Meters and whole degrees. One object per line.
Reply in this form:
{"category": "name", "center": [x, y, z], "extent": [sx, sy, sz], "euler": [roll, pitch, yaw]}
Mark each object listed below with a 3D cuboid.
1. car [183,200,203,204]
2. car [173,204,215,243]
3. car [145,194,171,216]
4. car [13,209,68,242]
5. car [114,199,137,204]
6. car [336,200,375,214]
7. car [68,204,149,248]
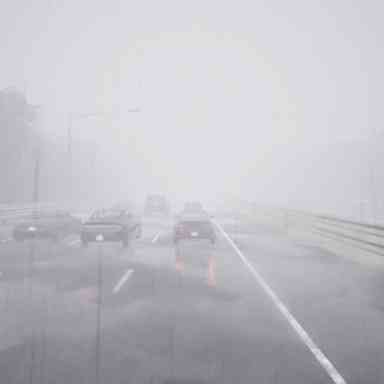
{"category": "car", "center": [0.107, 1.509, 33.913], "extent": [2.128, 1.511, 4.902], "euler": [0, 0, 0]}
{"category": "car", "center": [0.104, 1.529, 15.850], "extent": [1.812, 1.442, 4.674], "euler": [0, 0, 0]}
{"category": "car", "center": [-3.389, 1.233, 33.379], "extent": [2.150, 2.045, 5.566], "euler": [0, 0, 0]}
{"category": "car", "center": [-6.894, 1.539, 16.344], "extent": [1.994, 1.385, 4.181], "euler": [0, 0, 0]}
{"category": "car", "center": [-6.900, 1.485, 34.036], "extent": [1.837, 1.490, 4.892], "euler": [0, 0, 0]}
{"category": "car", "center": [18.431, 1.684, 37.638], "extent": [1.812, 1.442, 4.674], "euler": [0, 0, -18]}
{"category": "car", "center": [-3.396, 1.494, 14.707], "extent": [2.128, 1.511, 4.902], "euler": [0, 0, 0]}
